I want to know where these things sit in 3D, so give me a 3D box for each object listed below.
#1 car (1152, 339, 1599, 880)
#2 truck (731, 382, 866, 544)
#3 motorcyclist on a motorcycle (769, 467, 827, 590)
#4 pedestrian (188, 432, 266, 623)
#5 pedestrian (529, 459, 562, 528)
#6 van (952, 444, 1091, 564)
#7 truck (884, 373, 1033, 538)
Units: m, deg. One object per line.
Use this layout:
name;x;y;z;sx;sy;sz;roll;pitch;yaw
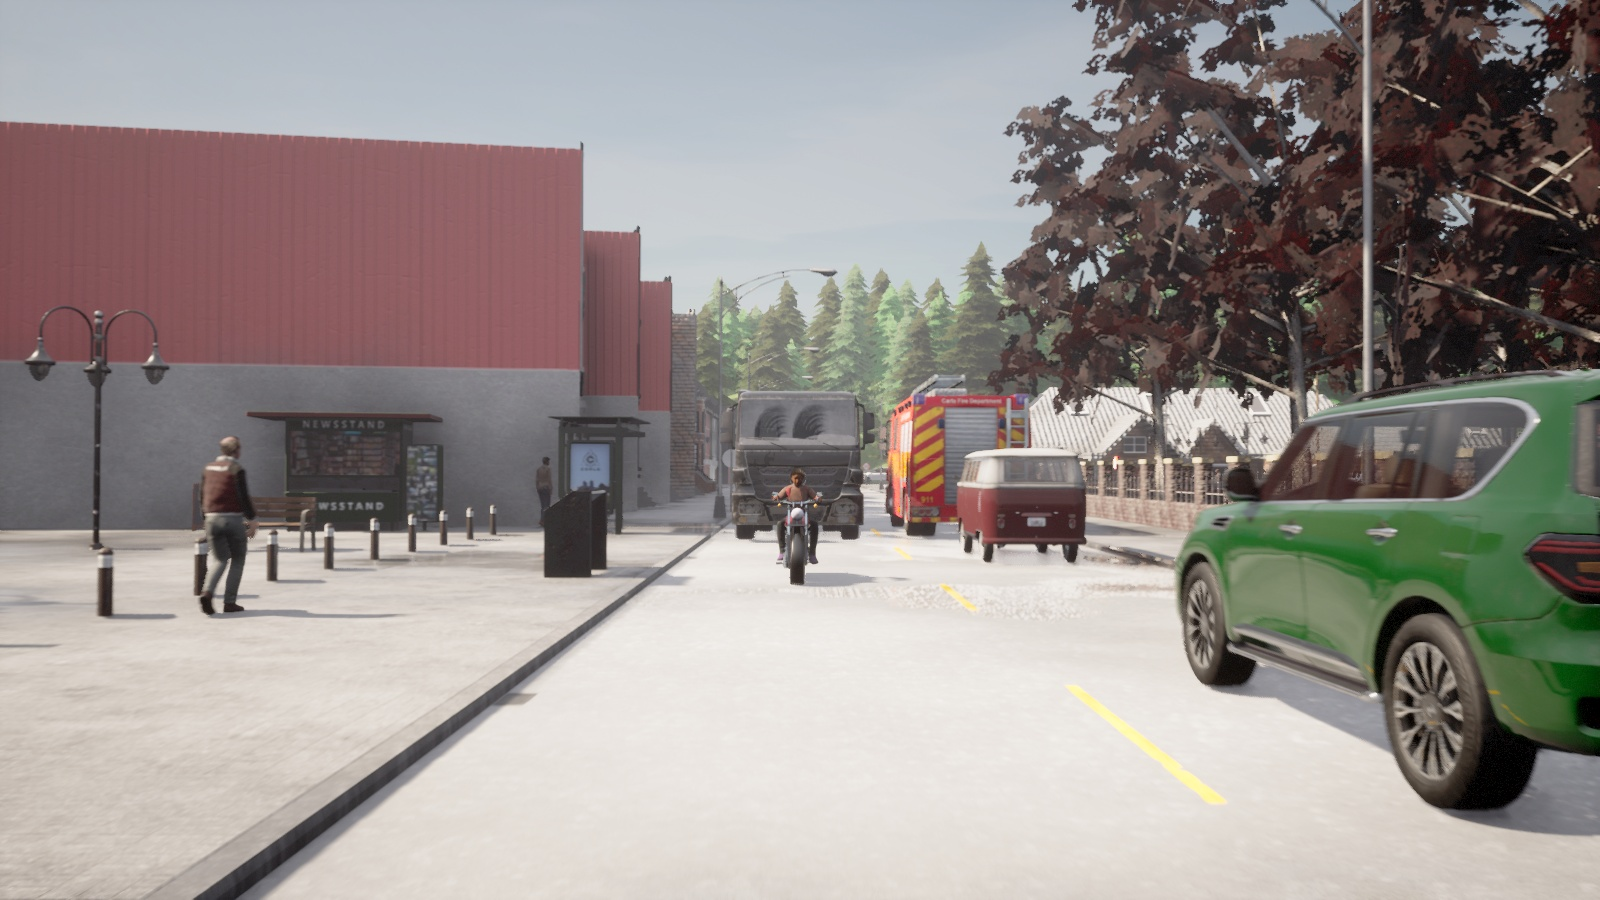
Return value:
car;3.984;0.644;7.542;2.150;2.045;5.566;0;-1;0
truck;-0.046;0.351;30.928;2.891;3.462;7.936;0;-1;0
motorcyclist on a motorcycle;-0.028;1.066;17.953;0.766;1.649;2.350;0;-1;0
pedestrian;-5.737;0.758;12.590;0.376;1.854;0.720;0;-1;9
pedestrian;-6.677;1.133;32.935;0.328;1.805;0.869;-1;-1;33
van;3.965;0.939;23.180;1.775;1.987;4.442;0;-1;0
truck;3.951;0.193;33.385;2.891;3.827;8.468;0;-1;0
